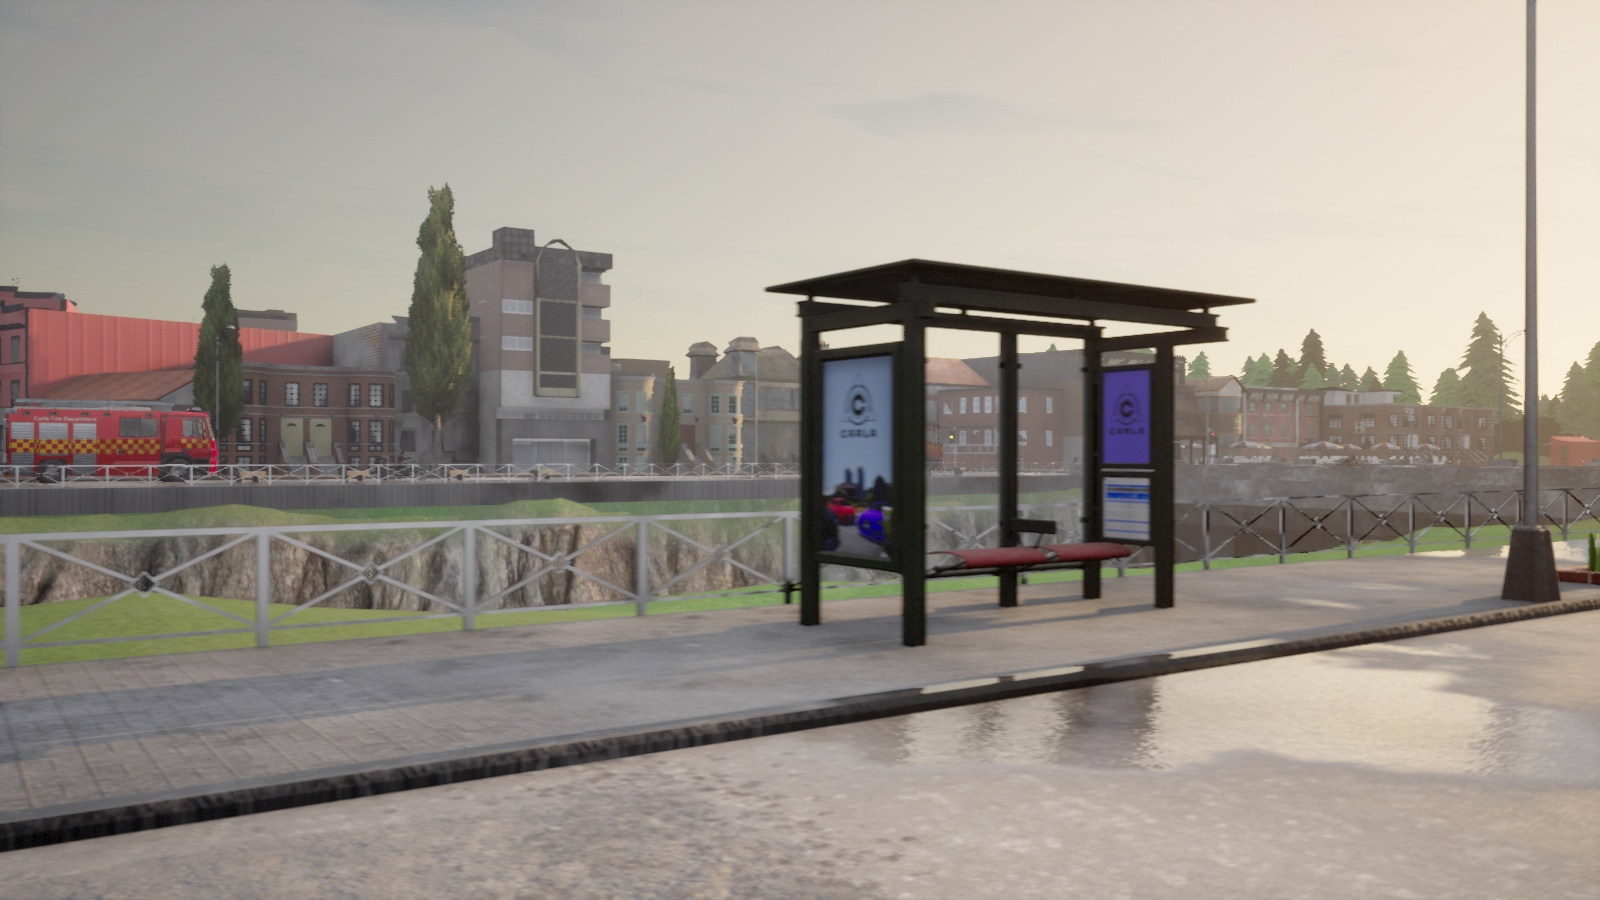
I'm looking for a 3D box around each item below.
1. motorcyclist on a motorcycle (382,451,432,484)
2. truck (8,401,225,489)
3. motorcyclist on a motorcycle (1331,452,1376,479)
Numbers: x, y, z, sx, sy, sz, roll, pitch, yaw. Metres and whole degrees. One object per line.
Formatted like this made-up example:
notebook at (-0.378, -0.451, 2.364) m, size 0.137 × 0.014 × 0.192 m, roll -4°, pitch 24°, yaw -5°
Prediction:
motorcyclist on a motorcycle at (-20.423, 0.898, 65.241) m, size 2.350 × 1.649 × 0.766 m, roll 0°, pitch 0°, yaw -35°
truck at (-31.293, -0.212, 57.675) m, size 8.468 × 3.827 × 2.891 m, roll 0°, pitch 0°, yaw -35°
motorcyclist on a motorcycle at (31.453, 0.888, 71.409) m, size 0.866 × 1.530 × 2.191 m, roll 0°, pitch 0°, yaw -35°
